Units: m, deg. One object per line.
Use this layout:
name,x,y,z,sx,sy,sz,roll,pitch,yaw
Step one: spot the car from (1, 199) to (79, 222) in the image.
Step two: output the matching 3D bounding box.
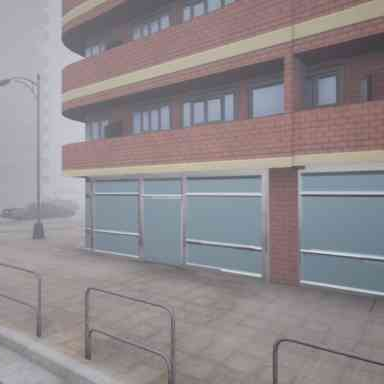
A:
car,-12.070,1.547,26.461,2.033,1.411,5.357,0,0,36

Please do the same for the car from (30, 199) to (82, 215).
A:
car,-14.405,1.505,35.446,1.837,1.490,4.892,0,0,36

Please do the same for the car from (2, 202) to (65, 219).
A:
car,-14.121,1.601,29.910,1.895,1.301,4.718,0,0,36
